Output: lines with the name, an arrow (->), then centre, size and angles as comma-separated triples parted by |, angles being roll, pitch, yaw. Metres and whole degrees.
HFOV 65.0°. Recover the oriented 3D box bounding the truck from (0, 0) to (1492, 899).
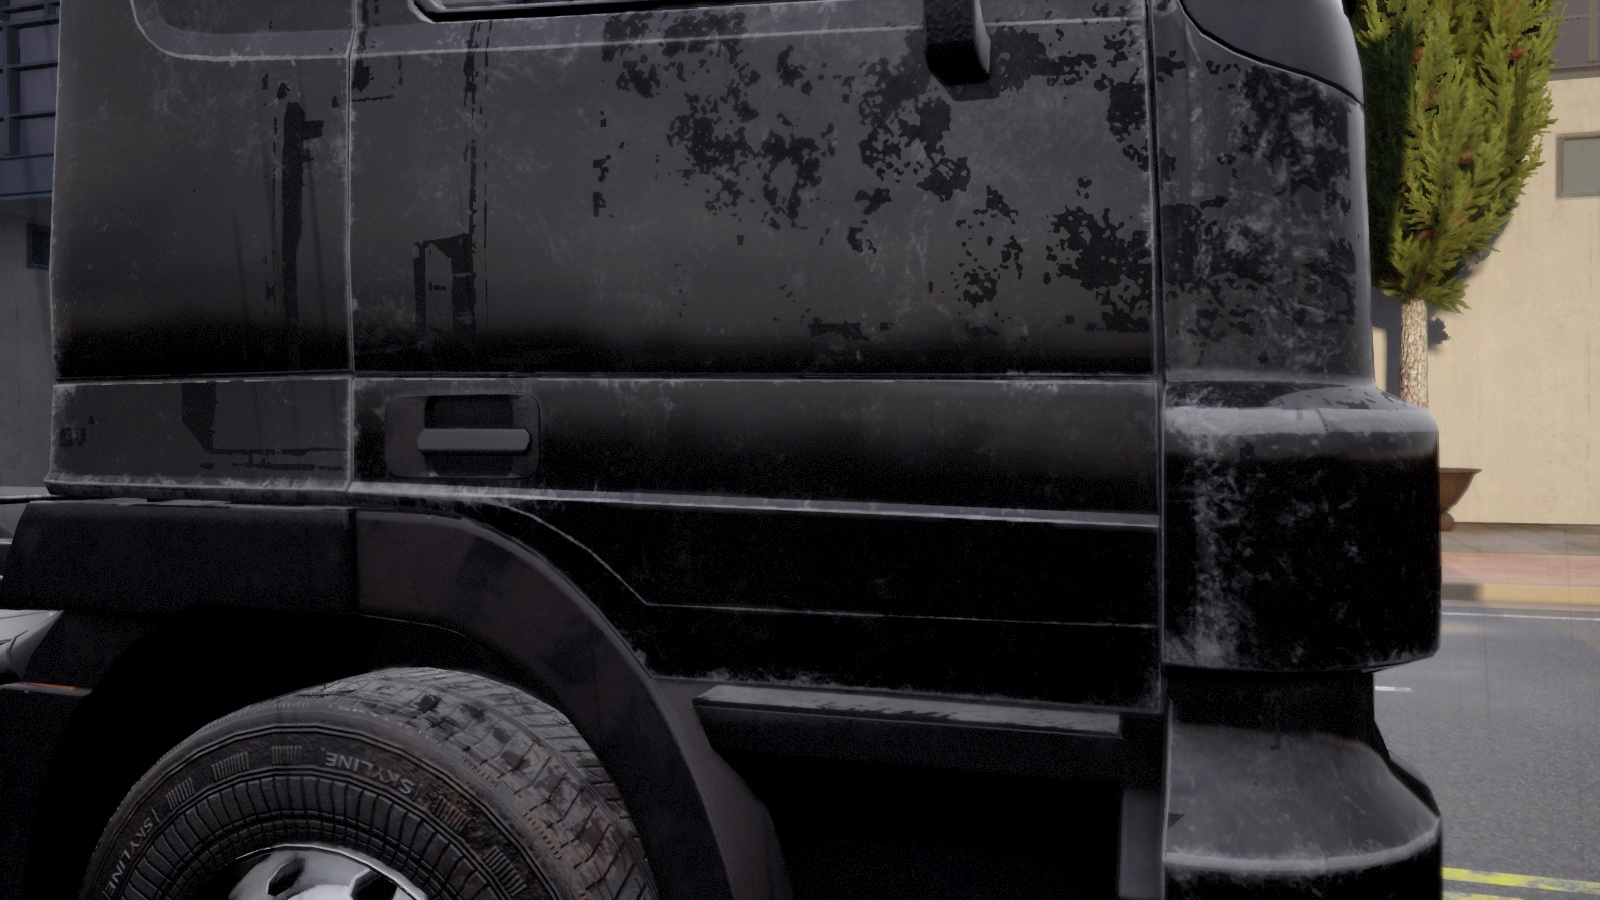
truck -> -2.510, -0.230, 4.057 | 7.936, 3.462, 2.891 | 1, 1, 19
